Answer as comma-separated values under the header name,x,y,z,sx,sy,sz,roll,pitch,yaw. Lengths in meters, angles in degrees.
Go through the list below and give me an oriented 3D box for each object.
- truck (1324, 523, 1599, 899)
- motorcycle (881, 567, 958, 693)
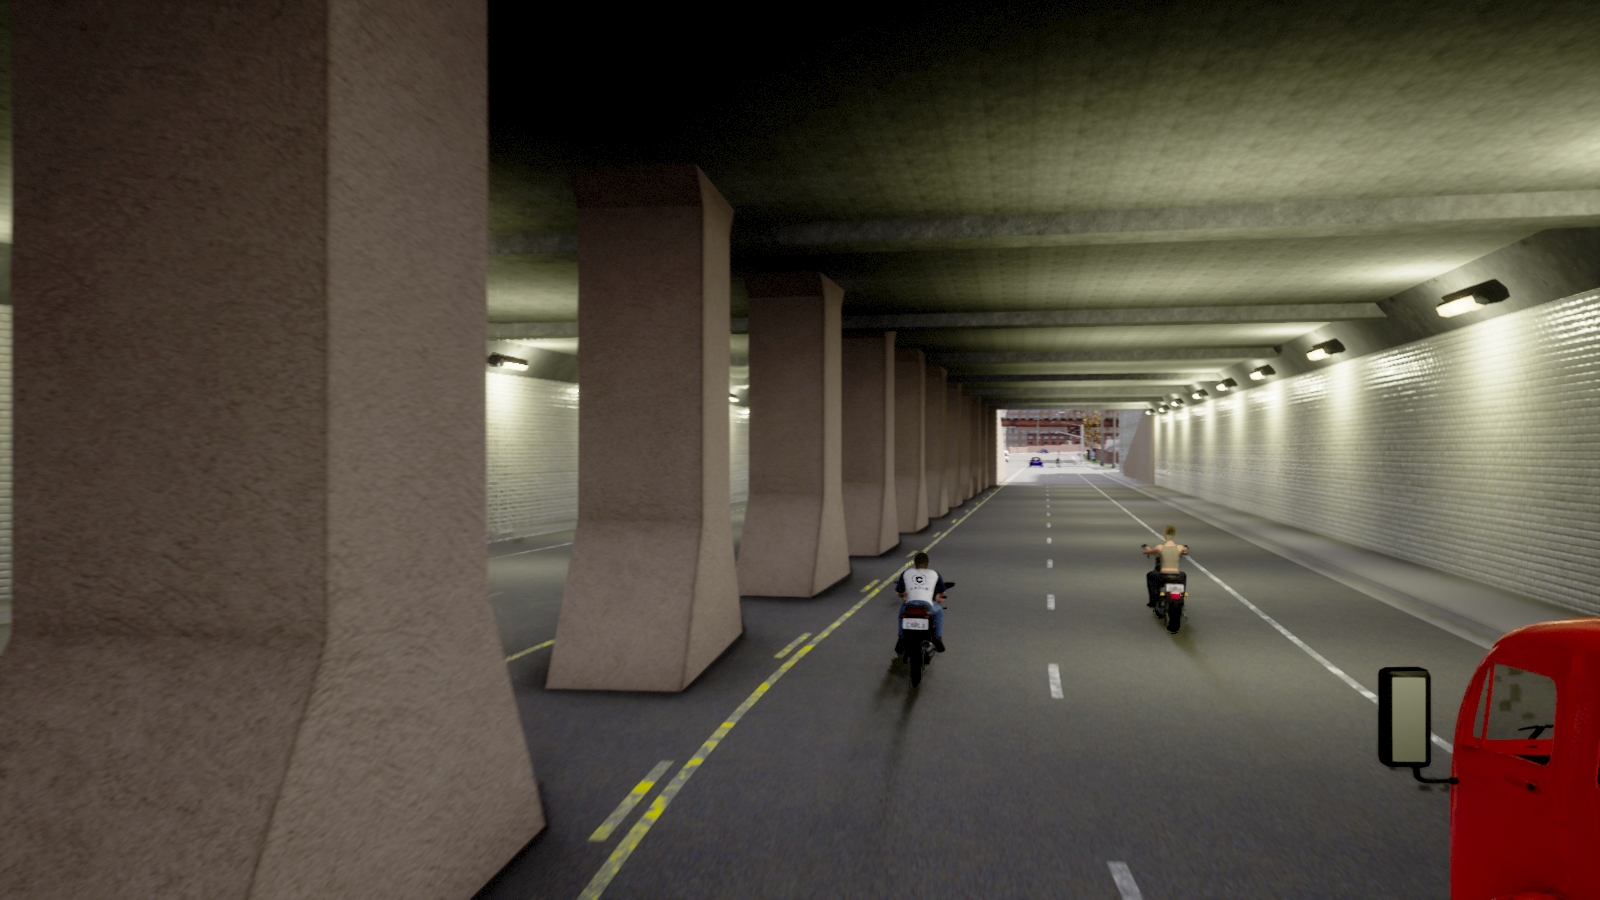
name,x,y,z,sx,sy,sz,roll,pitch,yaw
truck,3.615,1.569,2.624,2.627,2.467,5.204,0,0,3
motorcycle,1.519,2.174,14.188,0.803,1.224,2.033,0,0,10
